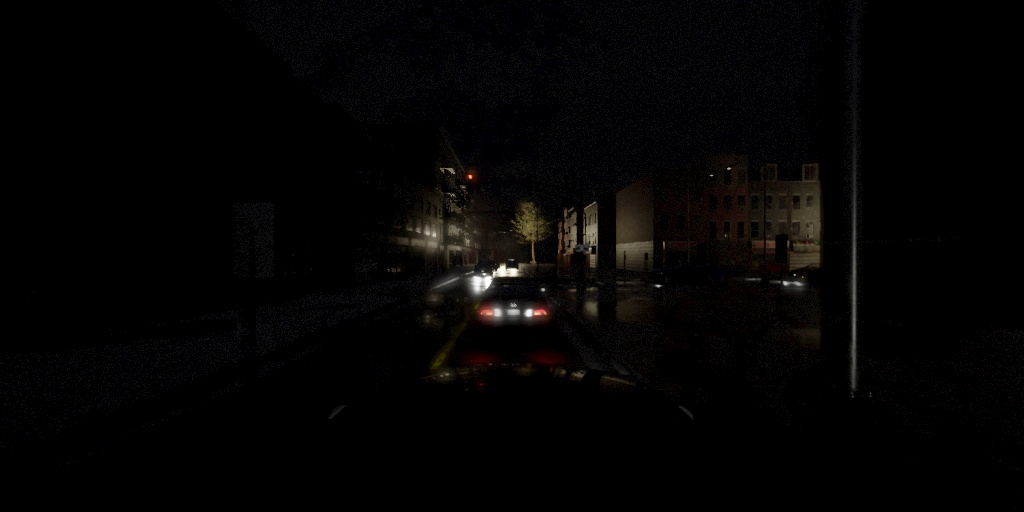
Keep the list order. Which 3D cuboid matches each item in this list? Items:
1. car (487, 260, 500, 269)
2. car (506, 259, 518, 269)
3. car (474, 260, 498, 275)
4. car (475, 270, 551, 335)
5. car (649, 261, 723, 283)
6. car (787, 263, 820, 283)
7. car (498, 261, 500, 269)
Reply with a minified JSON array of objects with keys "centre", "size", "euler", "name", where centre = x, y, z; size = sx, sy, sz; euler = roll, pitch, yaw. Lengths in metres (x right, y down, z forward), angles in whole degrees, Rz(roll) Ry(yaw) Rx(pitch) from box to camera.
[{"centre":[-2.945,1.342,57.764],"size":[1.994,1.385,4.181],"euler":[0,0,-1],"name":"car"},{"centre":[0.002,1.341,57.103],"size":[1.994,1.385,4.181],"euler":[0,0,0],"name":"car"},{"centre":[-2.908,1.250,37.934],"size":[2.128,1.511,4.902],"euler":[0,0,0],"name":"car"},{"centre":[0.048,1.297,10.435],"size":[2.033,1.411,5.357],"euler":[0,0,0],"name":"car"},{"centre":[12.532,1.150,26.036],"size":[5.008,1.535,1.882],"euler":[0,0,0],"name":"car"},{"centre":[22.553,1.183,26.082],"size":[4.181,1.385,1.994],"euler":[0,0,0],"name":"car"},{"centre":[-2.930,1.331,47.767],"size":[1.994,1.385,4.181],"euler":[0,0,0],"name":"car"}]
